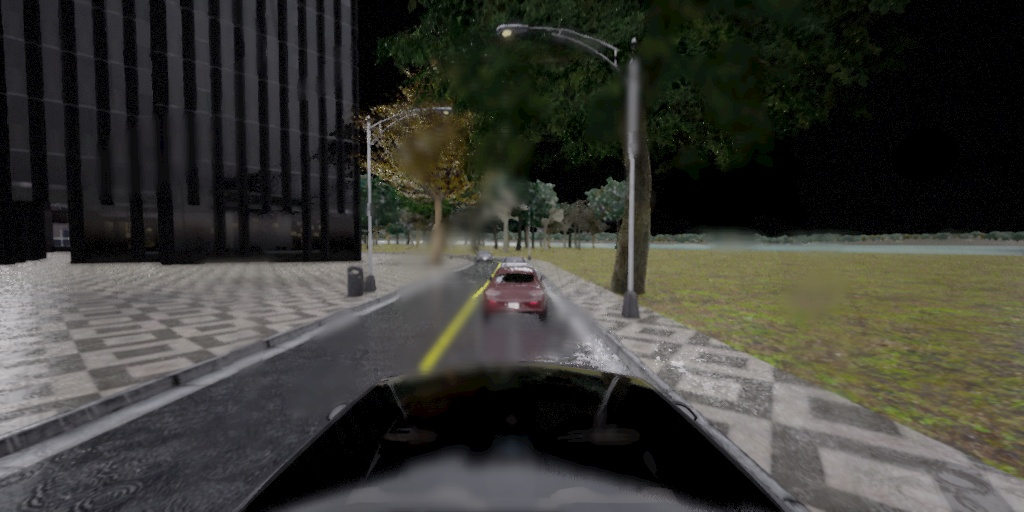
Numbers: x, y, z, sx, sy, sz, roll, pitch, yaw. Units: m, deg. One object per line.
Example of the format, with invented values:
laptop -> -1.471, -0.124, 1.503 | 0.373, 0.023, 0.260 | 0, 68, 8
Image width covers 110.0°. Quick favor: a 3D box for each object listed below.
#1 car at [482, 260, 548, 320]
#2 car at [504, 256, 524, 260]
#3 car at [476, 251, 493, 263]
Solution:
car -> 0.122, 1.041, 11.400 | 1.812, 1.442, 4.674 | 0, 1, 1
car -> 0.186, 0.673, 27.990 | 1.895, 1.301, 4.718 | 0, 2, 0
car -> -3.422, 0.080, 44.521 | 2.128, 1.511, 4.902 | 0, 2, -7
